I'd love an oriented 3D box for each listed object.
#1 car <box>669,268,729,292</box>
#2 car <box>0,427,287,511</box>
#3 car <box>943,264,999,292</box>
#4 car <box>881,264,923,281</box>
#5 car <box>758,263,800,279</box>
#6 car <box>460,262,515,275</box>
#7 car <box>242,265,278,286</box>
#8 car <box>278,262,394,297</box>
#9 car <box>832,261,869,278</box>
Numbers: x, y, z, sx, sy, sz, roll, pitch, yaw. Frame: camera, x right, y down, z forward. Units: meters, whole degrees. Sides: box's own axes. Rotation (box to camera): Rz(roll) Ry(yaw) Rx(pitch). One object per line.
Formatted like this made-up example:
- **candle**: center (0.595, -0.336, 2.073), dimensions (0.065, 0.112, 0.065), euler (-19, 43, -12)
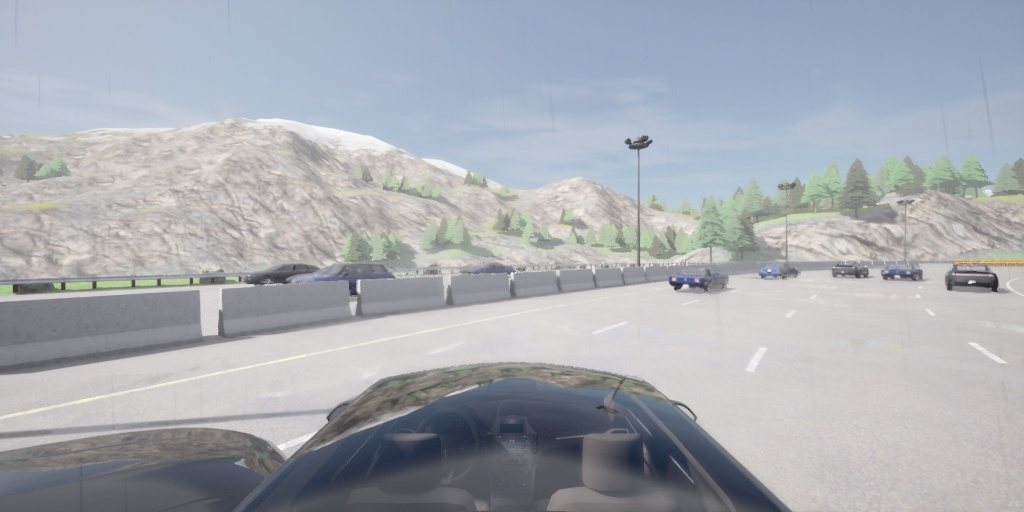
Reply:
- **car**: center (11.076, 1.349, 21.064), dimensions (4.718, 1.301, 1.895), euler (0, 0, -44)
- **car**: center (-2.981, 1.255, 0.452), dimensions (4.892, 1.490, 1.837), euler (0, 0, -45)
- **car**: center (27.330, 1.241, 21.389), dimensions (4.902, 1.511, 2.128), euler (0, 0, -39)
- **car**: center (32.321, 1.349, 29.641), dimensions (4.718, 1.301, 1.895), euler (0, 0, -35)
- **car**: center (23.984, 1.296, 32.144), dimensions (5.357, 1.411, 2.033), euler (0, 0, -38)
- **car**: center (-2.128, 1.296, 32.884), dimensions (5.357, 1.411, 2.033), euler (0, 0, -44)
- **car**: center (-15.112, 1.254, 24.087), dimensions (1.837, 1.490, 4.892), euler (0, 0, 41)
- **car**: center (-7.735, 1.101, 16.573), dimensions (2.097, 1.767, 4.553), euler (0, 0, 41)
- **car**: center (31.387, 1.240, 33.249), dimensions (4.902, 1.511, 2.128), euler (0, 0, -35)
